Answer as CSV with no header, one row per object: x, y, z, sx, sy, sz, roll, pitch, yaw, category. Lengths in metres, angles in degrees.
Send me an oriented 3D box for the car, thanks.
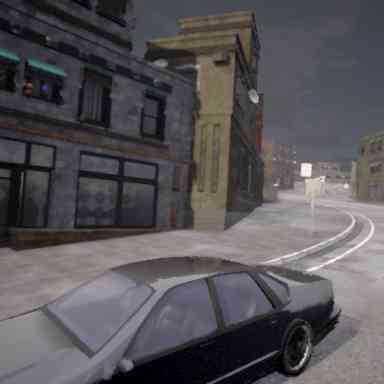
-0.295,1.563,3.925,5.357,1.411,2.033,0,0,-39,car
